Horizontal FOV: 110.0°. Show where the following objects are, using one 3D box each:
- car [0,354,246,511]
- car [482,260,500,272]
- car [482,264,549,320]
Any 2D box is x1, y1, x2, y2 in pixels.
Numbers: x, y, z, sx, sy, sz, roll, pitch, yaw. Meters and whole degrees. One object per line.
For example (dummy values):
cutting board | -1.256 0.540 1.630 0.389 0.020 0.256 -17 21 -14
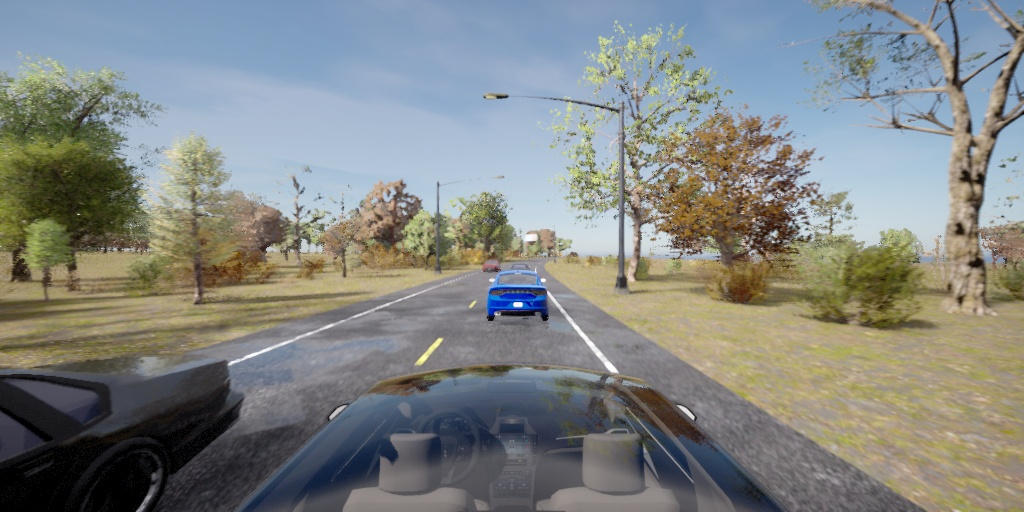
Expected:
car | -3.590 1.296 1.175 2.033 1.411 5.357 0 0 0
car | -2.424 1.239 43.494 1.882 1.535 5.008 0 0 3
car | 0.204 1.229 12.681 1.882 1.535 5.008 0 0 1
